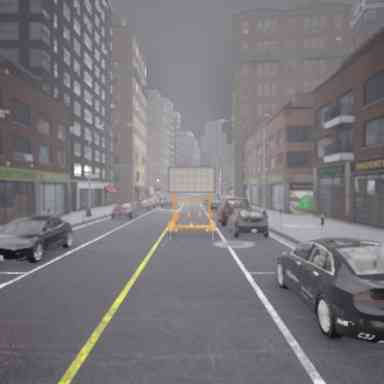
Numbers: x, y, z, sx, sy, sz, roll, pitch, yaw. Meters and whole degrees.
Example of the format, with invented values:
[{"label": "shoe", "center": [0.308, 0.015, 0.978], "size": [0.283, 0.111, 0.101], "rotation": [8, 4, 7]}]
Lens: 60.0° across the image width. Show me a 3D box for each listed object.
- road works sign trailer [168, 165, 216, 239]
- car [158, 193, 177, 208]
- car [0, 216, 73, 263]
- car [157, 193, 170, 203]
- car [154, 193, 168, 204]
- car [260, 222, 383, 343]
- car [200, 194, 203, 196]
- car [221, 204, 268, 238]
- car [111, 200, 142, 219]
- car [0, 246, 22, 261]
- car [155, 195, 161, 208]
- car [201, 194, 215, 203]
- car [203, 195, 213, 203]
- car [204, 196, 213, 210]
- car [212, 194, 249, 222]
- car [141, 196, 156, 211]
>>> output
[{"label": "road works sign trailer", "center": [-0.006, 0.440, 17.099], "size": [2.380, 3.560, 2.880], "rotation": [0, 0, 0]}, {"label": "car", "center": [-3.099, 1.282, 45.264], "size": [2.097, 1.767, 4.553], "rotation": [0, 0, 0]}, {"label": "car", "center": [-5.678, 1.549, 11.892], "size": [1.947, 1.339, 4.313], "rotation": [-1, 0, 0]}, {"label": "car", "center": [-5.694, 1.199, 66.969], "size": [2.192, 1.841, 5.009], "rotation": [-1, 0, 0]}, {"label": "car", "center": [-5.693, 1.212, 61.461], "size": [2.192, 1.841, 5.009], "rotation": [-1, 0, 0]}, {"label": "car", "center": [2.848, 1.542, 6.408], "size": [2.008, 1.369, 4.403], "rotation": [-1, 0, 0]}, {"label": "car", "center": [2.835, 1.463, 61.471], "size": [1.947, 1.339, 4.313], "rotation": [-1, 0, 0]}, {"label": "car", "center": [2.845, 1.526, 17.420], "size": [2.008, 1.369, 4.403], "rotation": [-1, 0, 0]}, {"label": "car", "center": [-5.682, 1.542, 28.415], "size": [1.802, 1.307, 4.206], "rotation": [-1, 0, 0]}, {"label": "car", "center": [-3.104, 1.475, 1.666], "size": [1.882, 1.535, 5.008], "rotation": [0, 0, 0]}, {"label": "car", "center": [-5.686, 1.514, 44.938], "size": [1.802, 1.307, 4.206], "rotation": [-1, 0, 0]}, {"label": "car", "center": [2.836, 1.476, 55.964], "size": [1.947, 1.339, 4.313], "rotation": [-1, 0, 0]}, {"label": "car", "center": [2.839, 1.457, 45.121], "size": [1.752, 1.417, 4.829], "rotation": [-1, 0, 0]}, {"label": "car", "center": [2.840, 1.508, 39.445], "size": [1.947, 1.339, 4.313], "rotation": [-1, 0, 0]}, {"label": "car", "center": [2.842, 1.283, 22.926], "size": [2.192, 1.841, 5.009], "rotation": [-1, 0, 0]}, {"label": "car", "center": [-5.685, 1.524, 39.430], "size": [1.802, 1.307, 4.206], "rotation": [-1, 0, 0]}]
